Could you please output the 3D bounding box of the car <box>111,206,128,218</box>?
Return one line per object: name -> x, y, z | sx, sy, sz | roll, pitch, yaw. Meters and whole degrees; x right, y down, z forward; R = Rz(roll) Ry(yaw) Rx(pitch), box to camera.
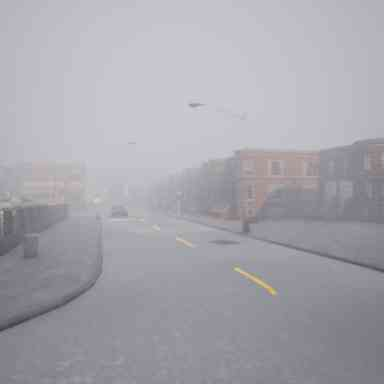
car -> -8.709, 2.322, 39.664 | 2.033, 1.411, 5.357 | 0, -1, -15
